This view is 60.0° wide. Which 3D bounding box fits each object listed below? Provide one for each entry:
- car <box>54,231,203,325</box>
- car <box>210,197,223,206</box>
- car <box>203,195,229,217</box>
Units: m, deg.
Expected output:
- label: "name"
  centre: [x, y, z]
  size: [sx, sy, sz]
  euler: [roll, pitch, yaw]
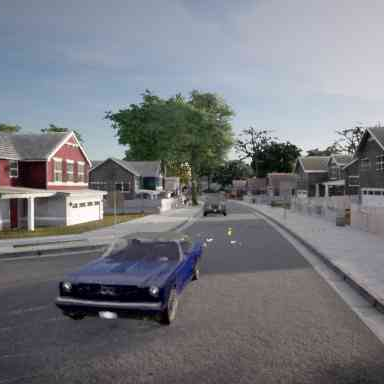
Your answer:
- label: "car"
  centre: [-0.955, 1.602, 7.335]
  size: [1.895, 1.301, 4.718]
  euler: [0, 0, 9]
- label: "car"
  centre: [4.158, 1.638, 56.976]
  size: [1.994, 1.385, 4.181]
  euler: [0, 0, 3]
- label: "car"
  centre: [2.298, 1.282, 32.072]
  size: [2.150, 2.045, 5.566]
  euler: [0, 0, 6]
